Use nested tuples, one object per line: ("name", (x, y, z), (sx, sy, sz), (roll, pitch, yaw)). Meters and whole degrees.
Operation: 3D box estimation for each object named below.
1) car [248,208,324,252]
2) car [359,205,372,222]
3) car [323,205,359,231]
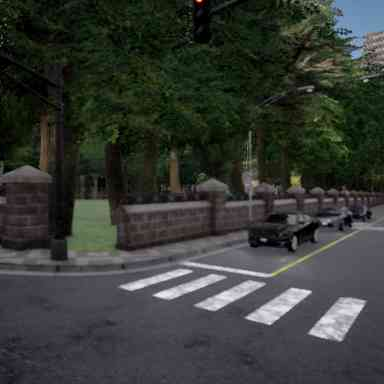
("car", (4.220, 1.613, 14.969), (1.882, 1.535, 5.008), (0, -1, 35))
("car", (15.250, 1.882, 30.608), (2.033, 1.411, 5.357), (0, -1, 36))
("car", (9.644, 1.722, 22.668), (2.128, 1.511, 4.902), (0, -1, 35))
